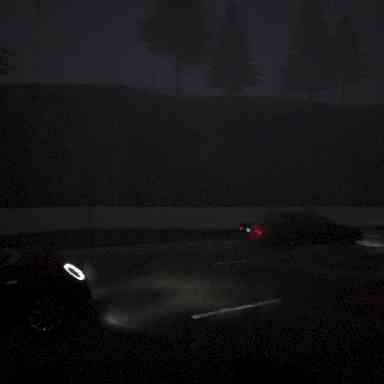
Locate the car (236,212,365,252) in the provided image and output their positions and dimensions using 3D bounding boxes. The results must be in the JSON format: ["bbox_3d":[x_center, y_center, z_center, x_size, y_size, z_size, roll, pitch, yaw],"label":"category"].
[{"bbox_3d":[4.522,1.548,13.791,5.357,1.411,2.033,1,0,-21],"label":"car"}]

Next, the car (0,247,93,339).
[{"bbox_3d":[-3.893,1.293,4.974,4.553,1.767,2.097,0,0,-36],"label":"car"}]
